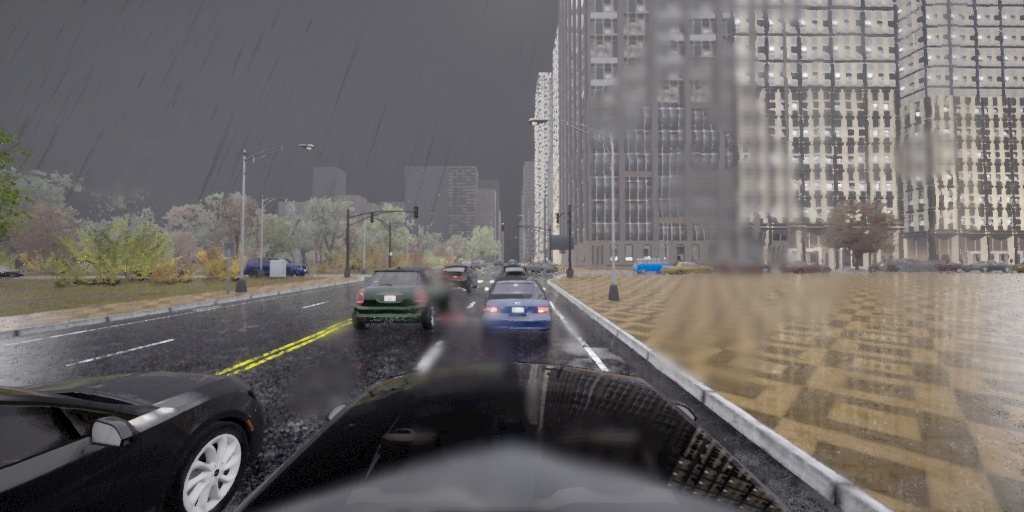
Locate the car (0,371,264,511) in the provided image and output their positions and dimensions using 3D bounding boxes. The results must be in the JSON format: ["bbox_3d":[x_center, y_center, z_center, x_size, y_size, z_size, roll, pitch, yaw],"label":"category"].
[{"bbox_3d":[-3.152,1.255,1.245,1.837,1.490,4.892,0,0,0],"label":"car"}]

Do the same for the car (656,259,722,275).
[{"bbox_3d":[16.389,1.127,33.276,4.829,1.417,1.751,0,0,-1],"label":"car"}]

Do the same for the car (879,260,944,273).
[{"bbox_3d":[43.283,1.203,38.923,4.181,1.385,1.994,0,-2,0],"label":"car"}]

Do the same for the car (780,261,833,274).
[{"bbox_3d":[27.387,1.129,33.388,4.207,1.307,1.802,0,0,-1],"label":"car"}]

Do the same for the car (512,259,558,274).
[{"bbox_3d":[2.880,1.356,40.838,4.902,1.511,2.128,1,0,34],"label":"car"}]

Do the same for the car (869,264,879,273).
[{"bbox_3d":[43.993,1.157,41.579,4.097,1.591,1.967,0,0,-1],"label":"car"}]

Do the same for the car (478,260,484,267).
[{"bbox_3d":[-6.438,1.522,62.009,1.994,1.385,4.181,0,0,1],"label":"car"}]

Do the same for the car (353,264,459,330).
[{"bbox_3d":[-3.132,1.110,11.320,2.097,1.767,4.553,0,0,0],"label":"car"}]

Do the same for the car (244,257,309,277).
[{"bbox_3d":[-23.076,1.111,35.179,5.566,2.045,2.150,0,-2,-1],"label":"car"}]

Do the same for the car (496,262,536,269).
[{"bbox_3d":[0.141,1.283,21.397,1.837,1.490,4.892,0,0,-1],"label":"car"}]

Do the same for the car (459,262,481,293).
[{"bbox_3d":[-3.111,1.282,21.001,1.837,1.490,4.892,0,0,0],"label":"car"}]

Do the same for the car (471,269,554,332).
[{"bbox_3d":[0.121,1.305,10.839,2.033,1.411,5.357,0,0,0],"label":"car"}]

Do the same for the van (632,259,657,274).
[{"bbox_3d":[16.025,1.191,41.294,3.998,1.789,1.690,0,0,-1],"label":"van"}]

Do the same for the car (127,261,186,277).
[{"bbox_3d":[-34.734,1.310,35.117,4.553,1.767,2.097,0,-2,0],"label":"car"}]

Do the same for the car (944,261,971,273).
[{"bbox_3d":[49.586,1.238,41.636,4.507,1.381,1.888,0,0,-1],"label":"car"}]

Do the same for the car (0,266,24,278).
[{"bbox_3d":[-51.879,1.613,35.516,5.357,1.411,2.033,0,-2,3],"label":"car"}]

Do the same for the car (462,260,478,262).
[{"bbox_3d":[-6.484,1.380,51.999,1.882,1.535,5.008,0,0,0],"label":"car"}]

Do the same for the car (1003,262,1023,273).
[{"bbox_3d":[49.893,0.969,33.605,4.829,1.417,1.751,0,0,-1],"label":"car"}]

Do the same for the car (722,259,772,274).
[{"bbox_3d":[21.803,1.014,33.331,4.097,1.591,1.967,0,0,-1],"label":"car"}]
